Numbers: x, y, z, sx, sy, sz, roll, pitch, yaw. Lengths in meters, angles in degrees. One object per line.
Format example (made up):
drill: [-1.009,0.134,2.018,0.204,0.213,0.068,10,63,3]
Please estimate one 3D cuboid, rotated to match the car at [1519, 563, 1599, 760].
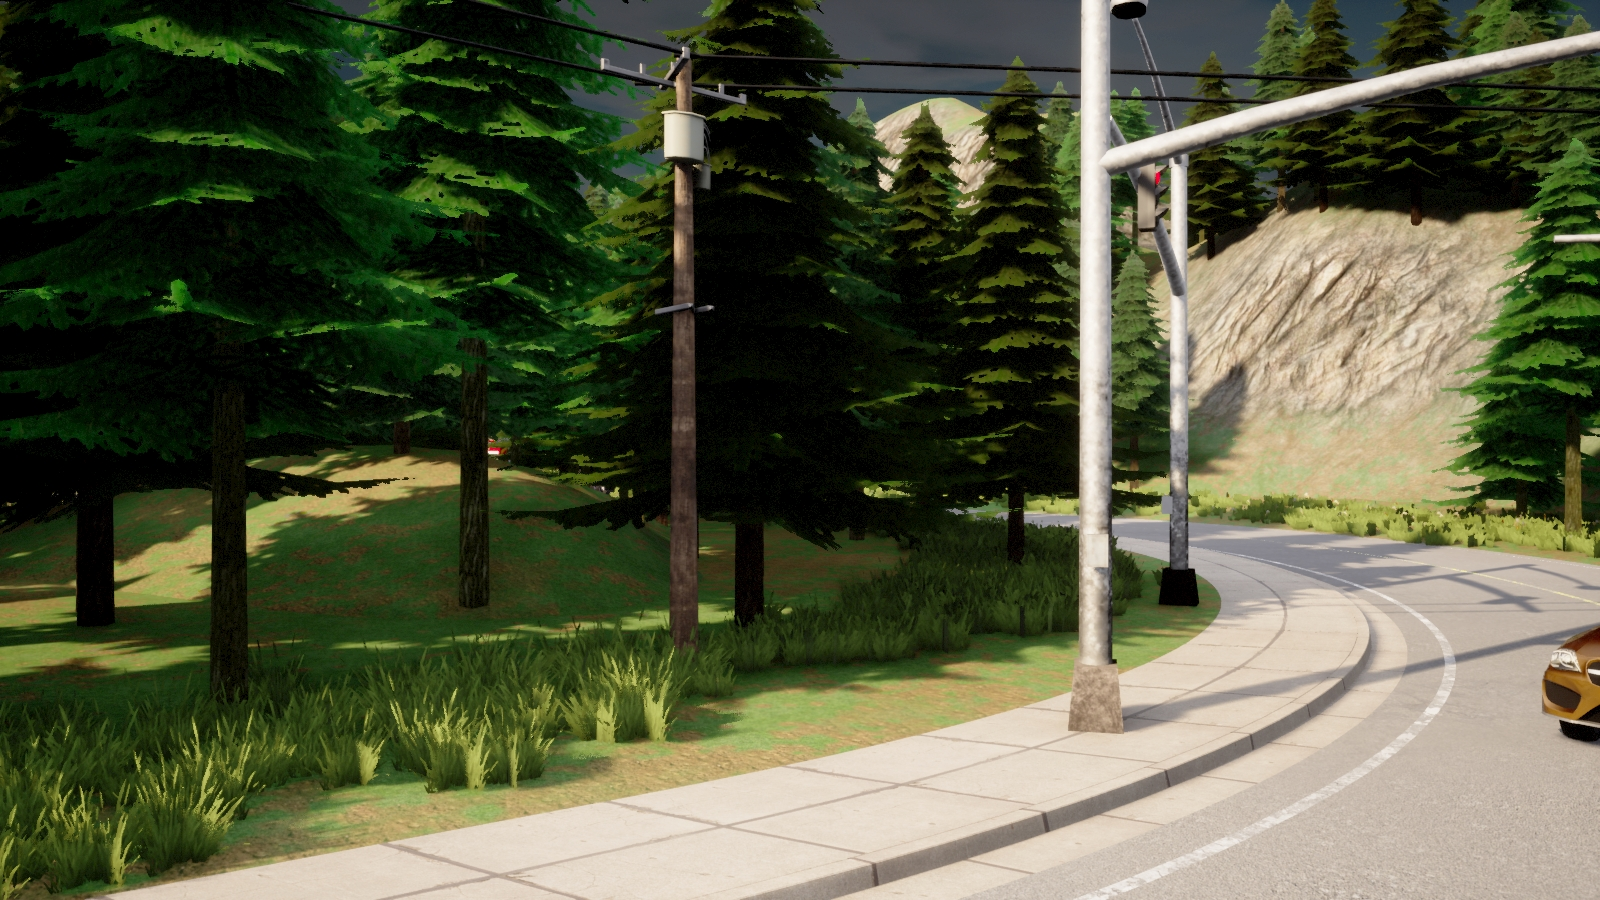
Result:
car: [9.577,1.970,11.147,5.027,1.651,2.152,0,0,-29]
